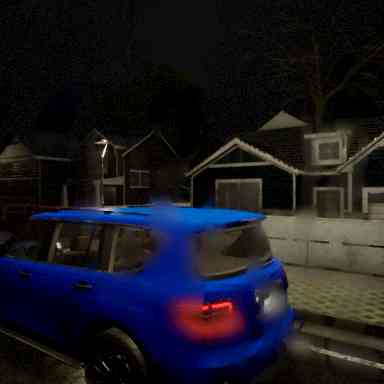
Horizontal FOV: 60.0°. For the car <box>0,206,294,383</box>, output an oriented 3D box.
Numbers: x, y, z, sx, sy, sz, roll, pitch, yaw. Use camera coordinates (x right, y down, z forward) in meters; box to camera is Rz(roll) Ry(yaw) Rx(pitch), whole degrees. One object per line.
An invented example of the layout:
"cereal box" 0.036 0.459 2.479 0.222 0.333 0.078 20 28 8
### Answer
"car" -1.378 1.227 4.915 5.566 2.045 2.150 0 0 36
